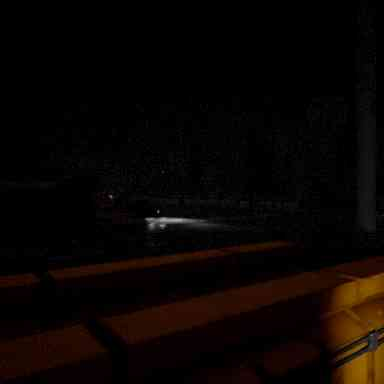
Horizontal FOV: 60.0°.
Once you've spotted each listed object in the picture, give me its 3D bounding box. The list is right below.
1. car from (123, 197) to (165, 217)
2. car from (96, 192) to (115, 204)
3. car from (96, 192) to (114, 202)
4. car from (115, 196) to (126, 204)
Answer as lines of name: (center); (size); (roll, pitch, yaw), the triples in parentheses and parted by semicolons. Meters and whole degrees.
car: (-4.312, 1.481, 31.463); (2.128, 1.511, 4.902); (0, 0, -33)
car: (-17.039, 1.337, 63.325); (2.097, 1.767, 4.553); (0, 0, -34)
car: (-19.021, 1.039, 72.599); (2.150, 2.045, 5.566); (0, 0, -34)
car: (-13.456, 1.530, 64.261); (2.033, 1.411, 5.357); (0, 0, -34)
